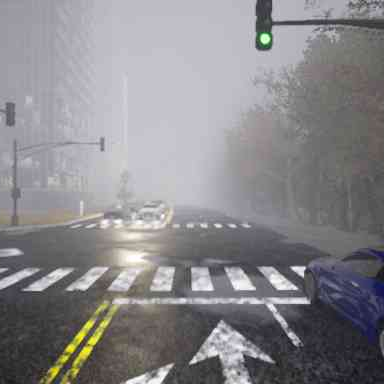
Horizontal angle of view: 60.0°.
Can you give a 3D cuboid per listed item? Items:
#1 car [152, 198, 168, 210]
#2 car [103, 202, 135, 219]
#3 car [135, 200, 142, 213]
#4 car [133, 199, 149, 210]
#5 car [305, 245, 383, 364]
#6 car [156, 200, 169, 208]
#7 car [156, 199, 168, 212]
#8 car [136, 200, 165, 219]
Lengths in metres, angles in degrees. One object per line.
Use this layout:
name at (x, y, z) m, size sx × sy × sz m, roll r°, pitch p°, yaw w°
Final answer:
car at (-4.788, 1.828, 50.672) m, size 2.097 × 1.767 × 4.553 m, roll 0°, pitch -1°, yaw -2°
car at (-7.233, 1.851, 32.457) m, size 2.033 × 1.411 × 5.357 m, roll 0°, pitch -1°, yaw -2°
car at (-7.650, 1.945, 42.460) m, size 2.033 × 1.411 × 5.357 m, roll 0°, pitch -1°, yaw -3°
car at (-8.244, 2.001, 53.969) m, size 2.128 × 1.511 × 4.902 m, roll 0°, pitch -1°, yaw -3°
car at (3.347, 1.572, 5.347) m, size 1.812 × 1.442 × 4.674 m, roll 0°, pitch 0°, yaw 0°
car at (-5.331, 2.116, 60.334) m, size 2.033 × 1.411 × 5.357 m, roll 0°, pitch 0°, yaw -3°
car at (-4.336, 1.736, 41.040) m, size 2.097 × 1.767 × 4.553 m, roll 0°, pitch -1°, yaw -3°
car at (-3.967, 1.826, 32.216) m, size 1.812 × 1.442 × 4.674 m, roll 0°, pitch -1°, yaw -1°
